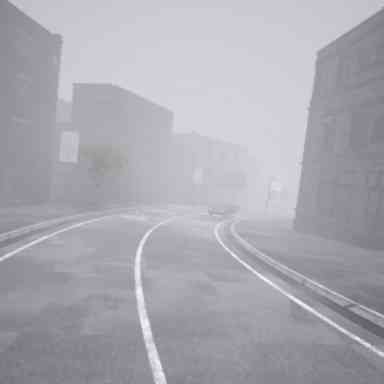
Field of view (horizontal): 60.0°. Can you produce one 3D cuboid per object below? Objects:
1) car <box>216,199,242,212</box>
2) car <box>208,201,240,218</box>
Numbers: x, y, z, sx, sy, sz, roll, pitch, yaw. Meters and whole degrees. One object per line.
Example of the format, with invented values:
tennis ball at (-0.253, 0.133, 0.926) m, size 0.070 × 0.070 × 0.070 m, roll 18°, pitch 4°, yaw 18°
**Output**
car at (5.280, 1.933, 46.790) m, size 1.994 × 1.385 × 4.181 m, roll 9°, pitch 2°, yaw 30°
car at (3.256, 1.874, 34.982) m, size 2.033 × 1.411 × 5.357 m, roll 8°, pitch 1°, yaw 21°
